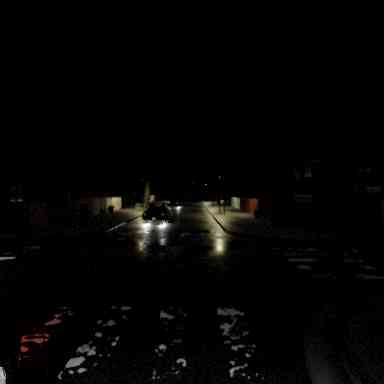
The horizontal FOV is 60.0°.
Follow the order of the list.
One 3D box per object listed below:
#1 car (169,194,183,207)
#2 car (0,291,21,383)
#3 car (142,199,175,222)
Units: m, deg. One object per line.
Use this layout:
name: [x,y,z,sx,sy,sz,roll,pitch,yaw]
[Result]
car: [-2.778,1.479,51.122,1.837,1.490,4.892,0,0,0]
car: [-2.747,1.524,1.664,1.837,1.490,4.892,0,0,0]
car: [-2.767,1.528,26.724,2.033,1.411,5.357,0,0,0]
